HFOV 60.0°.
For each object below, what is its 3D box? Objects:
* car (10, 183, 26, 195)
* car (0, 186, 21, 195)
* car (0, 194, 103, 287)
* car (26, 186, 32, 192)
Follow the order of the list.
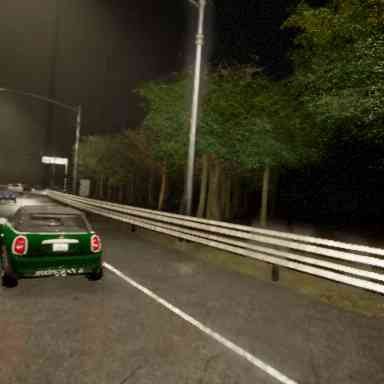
[{"bbox_3d":[-31.965,-0.495,60.382,2.150,2.045,5.566,4,0,-24],"label":"car"},{"bbox_3d":[-20.734,0.428,37.502,2.033,1.411,5.357,4,0,-28],"label":"car"},{"bbox_3d":[-4.001,1.150,9.001,2.097,1.767,4.553,4,0,-33],"label":"car"},{"bbox_3d":[-42.006,-0.774,84.571,1.882,1.535,5.008,4,0,-20],"label":"car"}]
